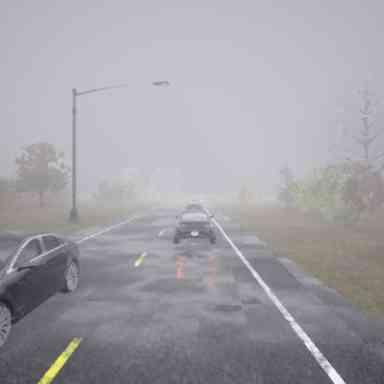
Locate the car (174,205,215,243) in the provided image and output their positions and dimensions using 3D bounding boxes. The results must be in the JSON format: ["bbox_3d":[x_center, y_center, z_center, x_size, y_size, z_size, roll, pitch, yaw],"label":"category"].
[{"bbox_3d":[0.122,1.581,16.308,1.812,1.442,4.674,0,0,0],"label":"car"}]

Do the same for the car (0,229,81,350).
[{"bbox_3d":[-3.589,1.511,6.116,2.128,1.511,4.902,0,0,0],"label":"car"}]

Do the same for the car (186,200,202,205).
[{"bbox_3d":[0.239,1.660,38.757,1.812,1.442,4.674,0,0,0],"label":"car"}]
